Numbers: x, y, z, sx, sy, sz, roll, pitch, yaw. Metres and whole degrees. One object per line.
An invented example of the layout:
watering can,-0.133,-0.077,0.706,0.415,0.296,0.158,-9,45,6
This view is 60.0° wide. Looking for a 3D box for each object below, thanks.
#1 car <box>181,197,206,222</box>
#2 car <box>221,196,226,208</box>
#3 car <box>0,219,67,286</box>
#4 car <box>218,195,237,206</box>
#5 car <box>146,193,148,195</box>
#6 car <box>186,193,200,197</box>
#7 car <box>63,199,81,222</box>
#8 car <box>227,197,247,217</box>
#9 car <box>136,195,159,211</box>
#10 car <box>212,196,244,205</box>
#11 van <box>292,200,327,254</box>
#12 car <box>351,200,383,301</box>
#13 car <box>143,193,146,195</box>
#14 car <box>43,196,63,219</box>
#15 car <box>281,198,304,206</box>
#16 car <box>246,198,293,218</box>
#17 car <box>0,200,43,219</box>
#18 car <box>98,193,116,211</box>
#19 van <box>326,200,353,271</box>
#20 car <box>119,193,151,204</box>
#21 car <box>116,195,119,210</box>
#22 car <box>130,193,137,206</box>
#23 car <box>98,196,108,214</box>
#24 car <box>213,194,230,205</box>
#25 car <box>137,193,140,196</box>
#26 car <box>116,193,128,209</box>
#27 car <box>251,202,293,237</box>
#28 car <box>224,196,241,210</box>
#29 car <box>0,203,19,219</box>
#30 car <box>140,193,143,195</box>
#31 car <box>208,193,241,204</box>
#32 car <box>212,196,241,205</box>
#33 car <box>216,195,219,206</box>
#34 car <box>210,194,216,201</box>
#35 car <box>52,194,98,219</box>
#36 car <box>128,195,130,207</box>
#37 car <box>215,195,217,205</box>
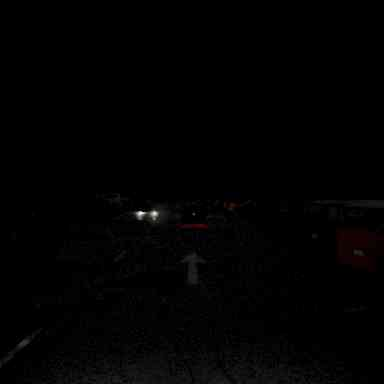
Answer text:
car,0.136,1.458,26.576,1.882,1.535,5.008,0,0,0
car,6.047,1.460,35.477,5.008,1.535,2.097,1,0,-20
car,-5.074,1.594,8.340,1.895,1.301,4.718,0,0,1
car,6.222,1.457,38.510,5.366,1.575,1.946,1,0,-20
car,-10.872,1.431,60.553,4.892,1.521,2.231,-1,0,-20
car,0.155,1.187,43.453,2.150,2.045,5.566,0,0,0
car,-10.883,1.494,24.295,4.792,1.488,2.163,-1,0,-20
car,6.015,1.496,29.547,4.792,1.488,2.163,1,0,-20
car,-5.039,1.443,39.781,1.882,1.535,5.008,0,0,0
car,6.082,1.442,56.193,4.892,1.521,2.231,1,0,-20
van,6.127,1.257,11.853,4.442,1.987,1.878,1,0,-20
car,5.987,1.234,5.877,5.566,2.045,2.435,1,0,-20
car,-10.841,1.307,57.538,4.553,1.767,2.185,-1,0,-20
car,-10.890,1.341,21.271,4.553,1.767,2.185,-1,0,-20
car,22.565,2.238,74.850,1.946,1.575,5.366,2,1,-21
car,6.058,1.349,20.696,4.553,1.767,2.185,1,0,-20
car,-10.886,1.344,18.242,4.553,1.767,2.185,-1,0,-20
car,-10.872,1.204,33.359,5.566,2.045,2.435,-1,0,-20
van,6.123,1.259,8.894,4.442,1.987,1.878,1,0,-20
car,-10.886,1.176,63.557,5.566,2.045,2.435,-1,0,-20
car,-10.884,1.454,36.366,4.892,1.521,2.231,-1,0,-20
car,-10.863,1.193,45.454,5.566,2.045,2.435,-1,0,-20
car,-10.732,1.453,30.396,5.366,1.575,1.946,-1,0,-20
car,6.066,1.451,47.322,4.892,1.521,2.231,1,0,-20
car,-10.904,1.313,51.473,4.553,1.767,2.185,-1,0,-20
car,-10.926,1.199,39.387,5.566,2.045,2.435,-1,0,-20
car,6.023,1.478,17.721,4.892,1.521,2.231,1,0,-20
car,6.213,1.463,32.593,5.366,1.575,1.946,1,0,-20
car,-10.934,1.473,15.221,4.892,1.521,2.231,-1,0,-20
car,-10.906,1.310,54.501,4.553,1.767,2.185,-1,0,-20
car,6.111,1.184,62.127,5.566,2.045,2.435,1,0,-20
car,6.080,1.478,59.151,4.674,1.452,2.002,1,0,-20
car,6.052,1.455,41.407,5.008,1.535,2.097,1,0,-20
car,5.898,1.441,50.205,5.366,1.575,1.946,1,0,-20
car,-10.940,1.211,27.296,5.566,2.045,2.435,-1,0,-20
car,-10.860,1.476,42.431,4.792,1.488,2.163,-1,0,-20
car,6.084,1.482,44.373,4.792,1.488,2.163,1,0,-20
